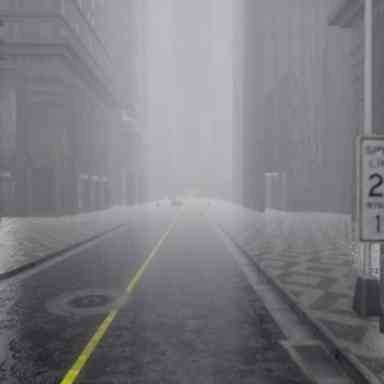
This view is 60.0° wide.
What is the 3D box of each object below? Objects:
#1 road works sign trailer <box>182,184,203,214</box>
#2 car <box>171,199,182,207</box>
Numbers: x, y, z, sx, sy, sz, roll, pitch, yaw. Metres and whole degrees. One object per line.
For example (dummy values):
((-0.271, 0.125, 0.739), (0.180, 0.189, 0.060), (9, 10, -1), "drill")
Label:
((-0.003, 0.847, 41.428), (2.380, 3.560, 2.880), (0, 0, 1), "road works sign trailer")
((-3.037, 2.138, 65.311), (1.994, 1.385, 4.181), (0, 0, 0), "car")
